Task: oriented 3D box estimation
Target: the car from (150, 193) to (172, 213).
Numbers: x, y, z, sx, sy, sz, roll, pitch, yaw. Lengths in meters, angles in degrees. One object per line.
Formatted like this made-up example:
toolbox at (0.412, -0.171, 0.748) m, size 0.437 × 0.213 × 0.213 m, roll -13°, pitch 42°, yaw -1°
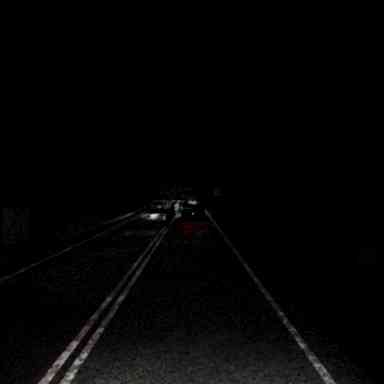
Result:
car at (-3.376, 1.164, 37.036) m, size 2.150 × 2.045 × 5.566 m, roll 0°, pitch 0°, yaw 0°

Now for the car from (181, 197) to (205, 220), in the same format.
car at (0.090, 1.457, 27.949) m, size 2.128 × 1.511 × 4.902 m, roll 0°, pitch 0°, yaw 0°

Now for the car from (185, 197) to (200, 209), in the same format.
car at (0.037, 1.437, 43.972) m, size 1.812 × 1.442 × 4.674 m, roll 0°, pitch 0°, yaw 0°
